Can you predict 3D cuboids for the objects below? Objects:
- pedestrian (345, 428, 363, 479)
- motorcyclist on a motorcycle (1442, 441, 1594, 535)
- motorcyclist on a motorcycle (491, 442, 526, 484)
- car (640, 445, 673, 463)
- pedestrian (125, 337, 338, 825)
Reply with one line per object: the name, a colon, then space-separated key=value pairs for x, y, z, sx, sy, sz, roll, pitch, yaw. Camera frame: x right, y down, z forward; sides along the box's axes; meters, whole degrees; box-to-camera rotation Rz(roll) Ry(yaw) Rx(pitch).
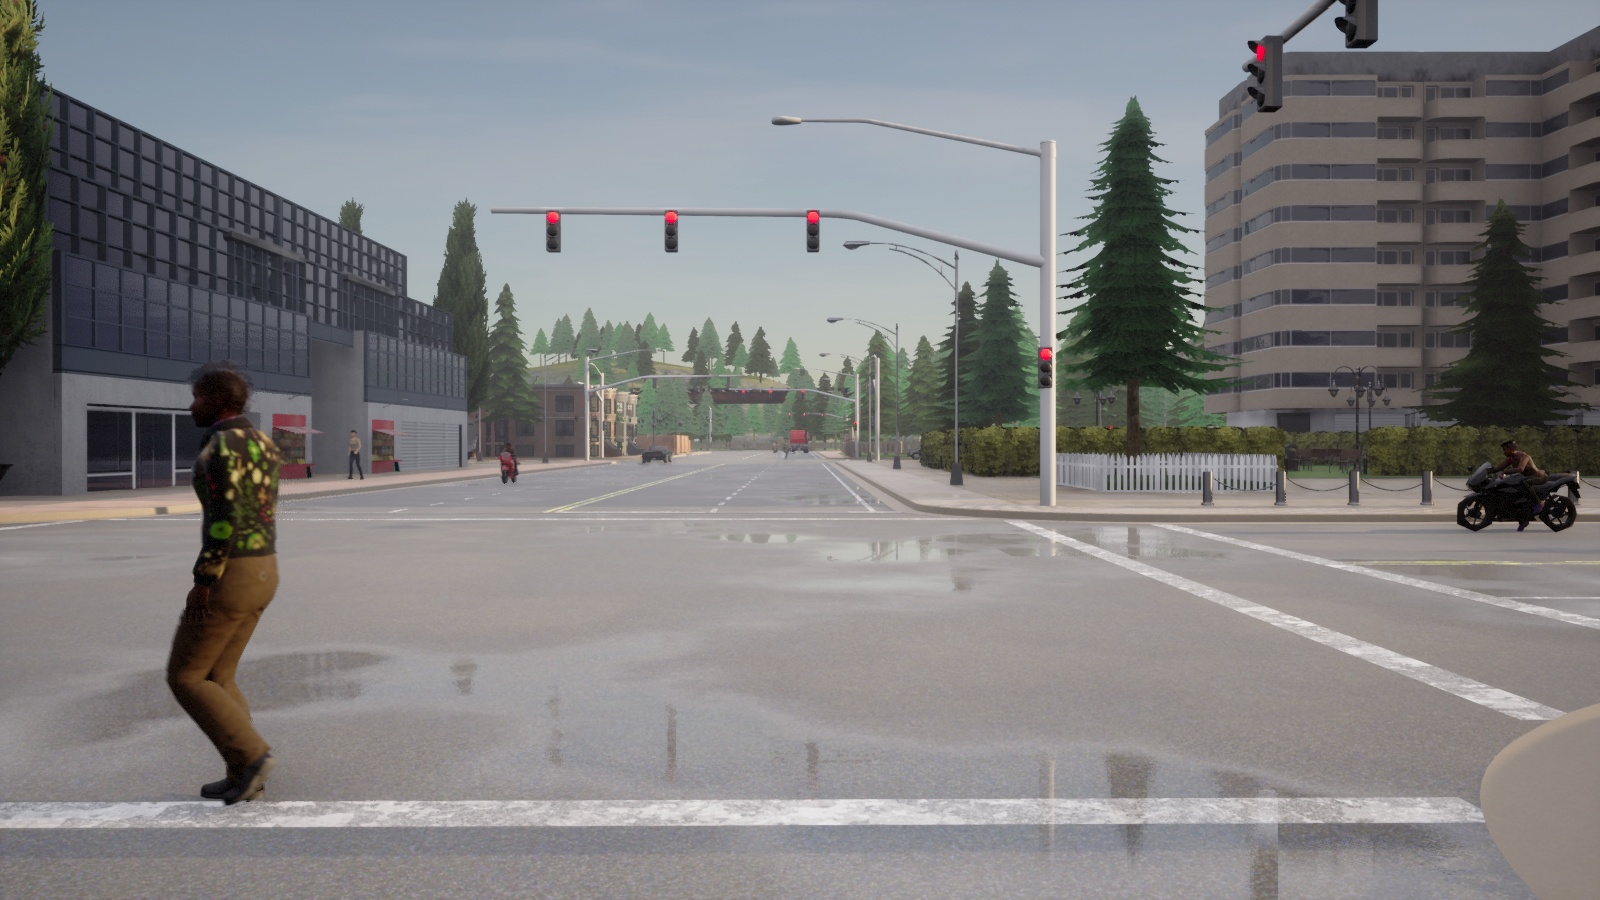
pedestrian: x=-16.205 y=0.134 z=45.632 sx=0.345 sy=1.836 sz=0.594 roll=0 pitch=0 yaw=18
motorcyclist on a motorcycle: x=11.870 y=0.621 z=20.800 sx=2.044 sy=1.523 sz=0.797 roll=0 pitch=0 yaw=0
motorcyclist on a motorcycle: x=-10.670 y=0.461 z=45.970 sx=0.797 sy=1.523 sz=2.044 roll=0 pitch=0 yaw=0
car: x=-10.663 y=0.310 z=93.651 sx=1.895 sy=1.301 sz=4.718 roll=0 pitch=0 yaw=0
pedestrian: x=-2.325 y=0.517 z=5.169 sx=0.692 sy=1.930 sz=0.395 roll=0 pitch=0 yaw=2
